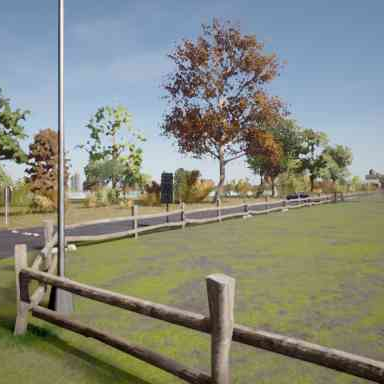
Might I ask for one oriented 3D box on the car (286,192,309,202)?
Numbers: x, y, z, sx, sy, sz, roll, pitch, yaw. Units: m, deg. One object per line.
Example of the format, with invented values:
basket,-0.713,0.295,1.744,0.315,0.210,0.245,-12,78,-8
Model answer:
car,15.525,0.727,48.965,1.895,1.301,4.718,0,1,36
